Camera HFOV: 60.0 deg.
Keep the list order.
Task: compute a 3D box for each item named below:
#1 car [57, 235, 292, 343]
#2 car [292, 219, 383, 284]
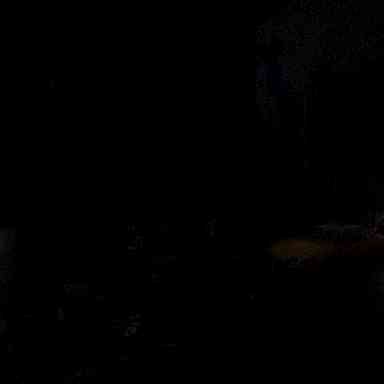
[{"bbox_3d":[-0.279,1.566,6.469,4.313,1.339,1.947,0,0,-36],"label":"car"},{"bbox_3d":[3.992,1.525,9.552,4.829,1.417,1.752,0,0,-36],"label":"car"}]
